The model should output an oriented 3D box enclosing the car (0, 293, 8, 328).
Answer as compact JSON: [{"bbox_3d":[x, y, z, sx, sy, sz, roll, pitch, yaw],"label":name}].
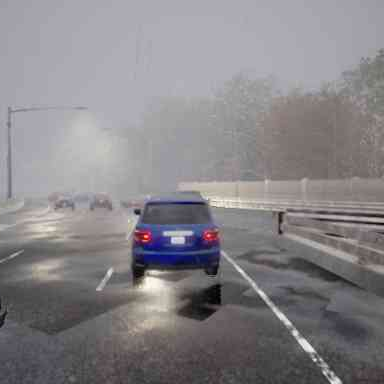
[{"bbox_3d":[-3.523,1.516,2.334,2.033,1.411,5.357,0,1,-2],"label":"car"}]

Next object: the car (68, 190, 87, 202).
[{"bbox_3d":[-18.399,0.810,54.069,1.882,1.535,5.008,0,1,-30],"label":"car"}]

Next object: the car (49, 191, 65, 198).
[{"bbox_3d":[-31.428,0.598,77.335,1.994,1.385,4.181,-1,1,-45],"label":"car"}]

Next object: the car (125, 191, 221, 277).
[{"bbox_3d":[-0.577,1.101,10.000,2.150,2.045,5.566,0,1,-6],"label":"car"}]

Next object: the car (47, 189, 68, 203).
[{"bbox_3d":[-21.473,0.705,52.355,2.097,1.767,4.553,0,1,-30],"label":"car"}]

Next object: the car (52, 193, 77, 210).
[{"bbox_3d":[-13.411,1.091,35.108,1.812,1.442,4.674,0,1,-20],"label":"car"}]

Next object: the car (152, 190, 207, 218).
[{"bbox_3d":[-1.177,0.897,27.839,2.150,2.045,5.566,-1,1,-32],"label":"car"}]

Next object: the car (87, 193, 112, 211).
[{"bbox_3d":[-9.535,0.926,34.541,2.097,1.767,4.553,0,1,-18],"label":"car"}]

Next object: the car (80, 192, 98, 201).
[{"bbox_3d":[-19.169,0.804,61.821,1.994,1.385,4.181,0,1,-33],"label":"car"}]

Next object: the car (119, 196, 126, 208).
[{"bbox_3d":[-7.134,1.093,38.214,1.994,1.385,4.181,0,1,-20],"label":"car"}]

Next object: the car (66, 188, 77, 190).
[{"bbox_3d":[-26.571,0.192,71.922,2.150,2.045,5.566,-1,1,-42],"label":"car"}]
